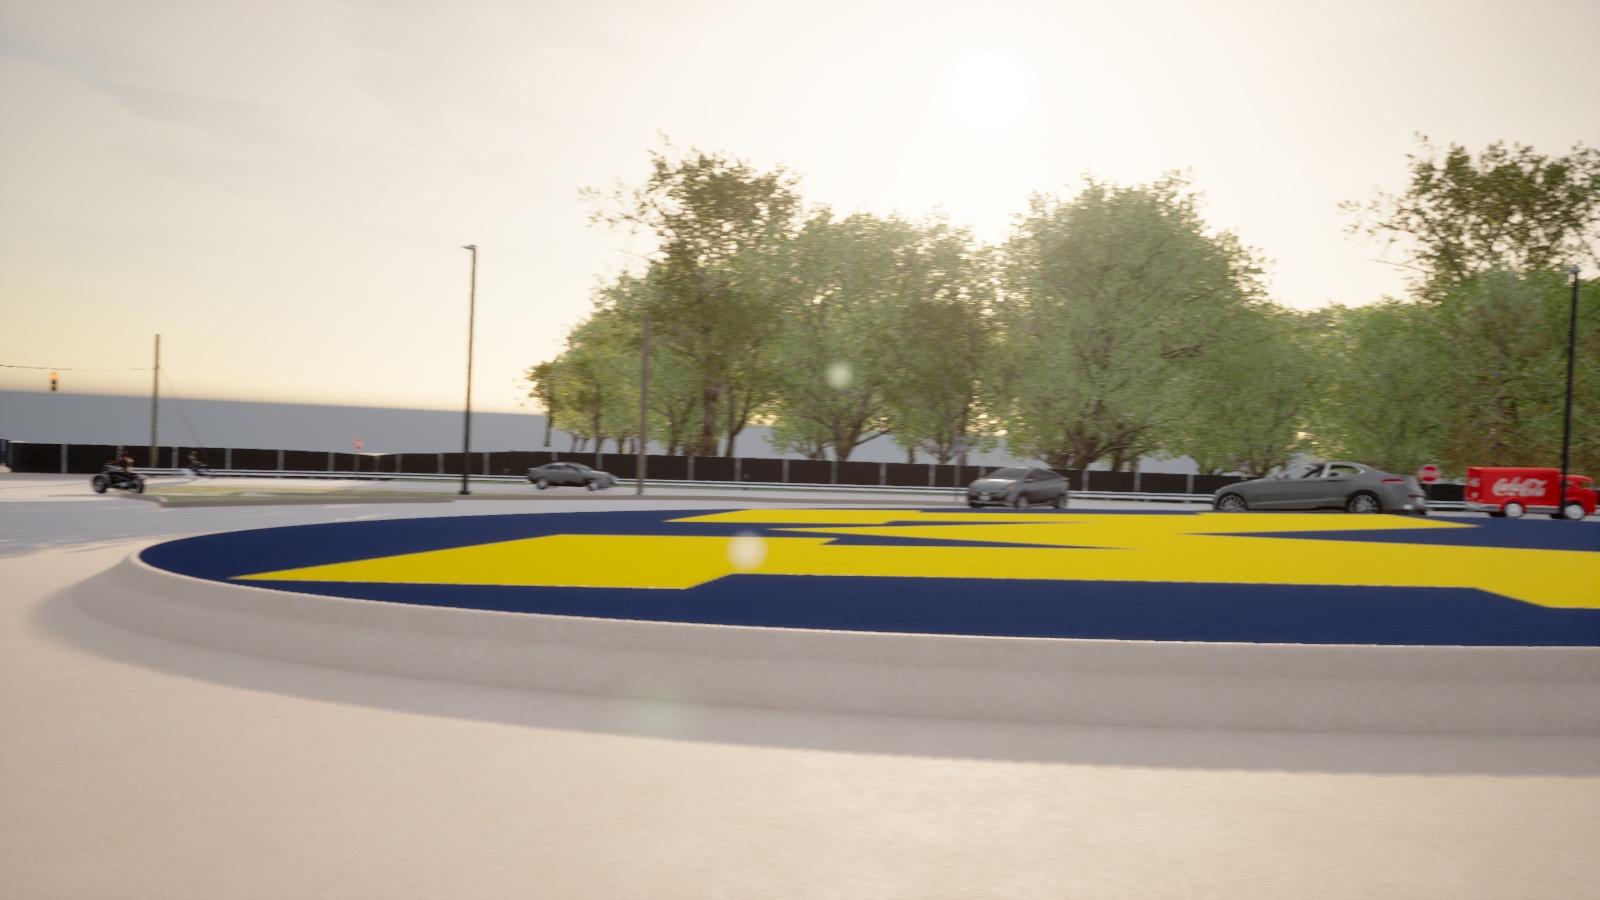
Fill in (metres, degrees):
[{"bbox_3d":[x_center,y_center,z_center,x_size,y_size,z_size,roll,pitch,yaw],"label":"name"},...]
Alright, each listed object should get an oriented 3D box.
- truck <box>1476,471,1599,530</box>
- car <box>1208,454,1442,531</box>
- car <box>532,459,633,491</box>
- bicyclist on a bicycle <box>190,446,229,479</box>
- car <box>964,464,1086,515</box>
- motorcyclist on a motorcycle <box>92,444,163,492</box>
[{"bbox_3d":[35.139,2.363,59.121,5.204,2.467,2.627,2,1,12],"label":"truck"},{"bbox_3d":[13.244,1.102,31.862,5.027,1.651,2.152,-2,-8,43],"label":"car"},{"bbox_3d":[-11.731,1.319,67.863,4.902,1.511,2.128,2,1,10],"label":"car"},{"bbox_3d":[-32.675,0.690,69.551,1.843,1.776,0.659,0,2,-12],"label":"bicyclist on a bicycle"},{"bbox_3d":[7.578,1.341,42.025,2.007,1.525,4.514,2,-1,40],"label":"car"},{"bbox_3d":[-24.704,0.656,46.137,2.350,1.649,0.766,2,-2,16],"label":"motorcyclist on a motorcycle"}]
